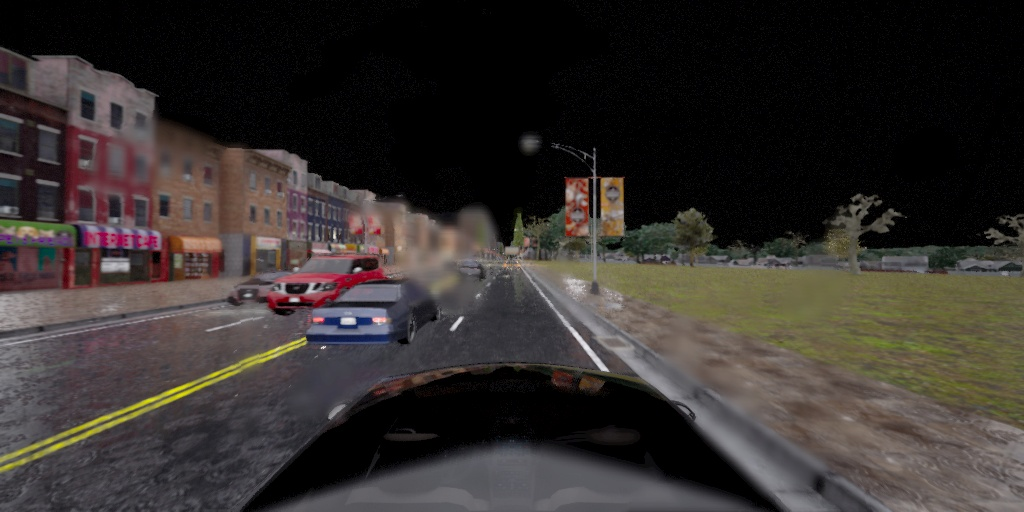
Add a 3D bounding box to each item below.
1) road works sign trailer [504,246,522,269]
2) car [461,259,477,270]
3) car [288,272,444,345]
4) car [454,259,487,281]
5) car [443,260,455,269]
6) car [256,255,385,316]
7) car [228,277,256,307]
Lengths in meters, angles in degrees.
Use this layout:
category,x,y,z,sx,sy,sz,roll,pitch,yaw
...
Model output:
category,x,y,z,sx,sy,sz,roll,pitch,yaw
road works sign trailer,-0.009,0.202,56.755,2.380,3.560,2.880,0,0,0
car,-6.570,1.216,54.954,1.882,1.535,5.008,0,0,0
car,-3.152,1.298,9.411,2.033,1.411,5.357,0,0,0
car,-3.154,1.240,29.722,2.128,1.511,4.902,0,0,0
car,-9.795,1.285,57.749,2.033,1.411,5.357,0,0,1
car,-6.602,0.972,13.638,2.150,2.045,5.566,0,0,0
car,-9.851,1.315,15.417,1.994,1.385,4.181,0,0,0
